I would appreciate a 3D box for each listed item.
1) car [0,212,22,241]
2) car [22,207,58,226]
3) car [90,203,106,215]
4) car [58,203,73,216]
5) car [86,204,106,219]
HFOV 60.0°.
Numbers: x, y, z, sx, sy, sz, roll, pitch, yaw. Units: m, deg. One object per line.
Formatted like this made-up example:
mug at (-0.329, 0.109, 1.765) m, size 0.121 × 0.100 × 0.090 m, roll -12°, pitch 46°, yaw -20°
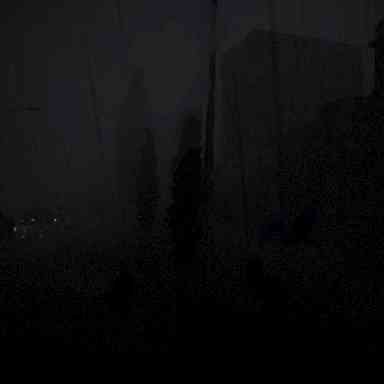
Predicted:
car at (-9.574, 1.633, 15.199) m, size 1.882 × 1.535 × 5.008 m, roll 2°, pitch -2°, yaw -14°
car at (-12.598, 1.971, 27.273) m, size 1.994 × 1.385 × 4.181 m, roll 2°, pitch -2°, yaw -14°
car at (-13.946, 2.491, 49.493) m, size 2.128 × 1.511 × 4.902 m, roll 2°, pitch -2°, yaw -14°
car at (-16.379, 2.246, 42.719) m, size 1.837 × 1.490 × 4.892 m, roll 2°, pitch -2°, yaw -14°
car at (-11.243, 2.284, 38.870) m, size 1.837 × 1.490 × 4.892 m, roll 2°, pitch -2°, yaw -13°
